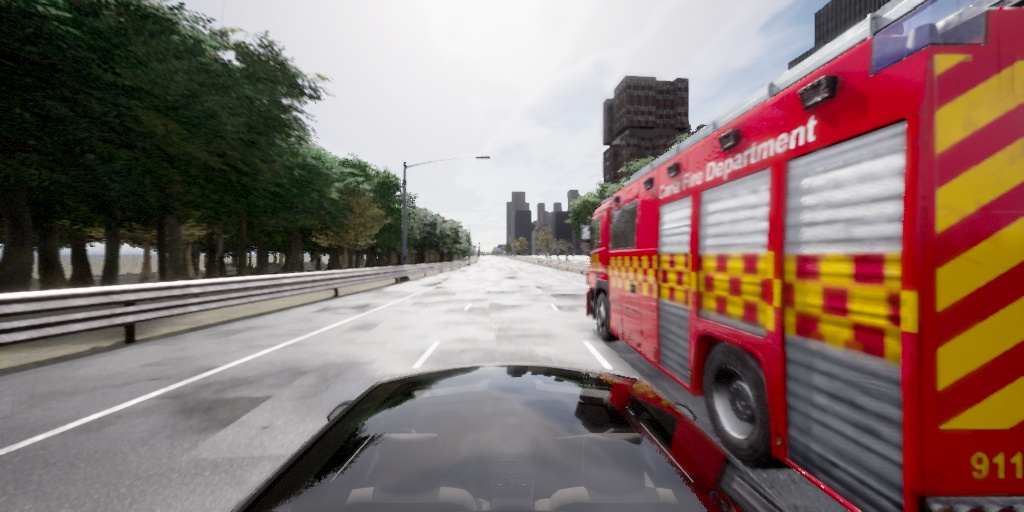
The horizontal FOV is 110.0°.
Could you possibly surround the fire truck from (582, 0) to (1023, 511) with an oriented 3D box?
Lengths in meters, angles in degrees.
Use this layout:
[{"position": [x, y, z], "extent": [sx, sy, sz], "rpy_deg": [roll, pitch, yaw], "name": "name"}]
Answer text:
[{"position": [3.513, 0.117, 5.956], "extent": [2.891, 3.827, 8.468], "rpy_deg": [0, 0, 0], "name": "fire truck"}]
